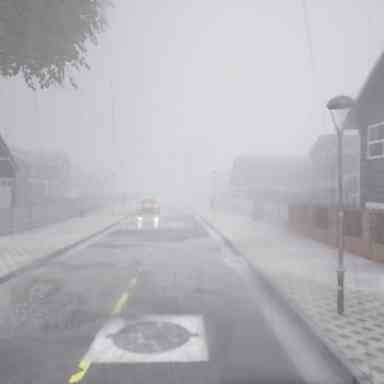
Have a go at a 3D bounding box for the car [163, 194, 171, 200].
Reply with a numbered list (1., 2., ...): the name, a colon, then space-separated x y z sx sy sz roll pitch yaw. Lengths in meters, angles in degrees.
1. car: -5.877 1.131 74.272 1.994 1.385 4.181 0 1 3

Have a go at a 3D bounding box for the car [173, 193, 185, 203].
1. car: -2.412 1.265 60.997 1.812 1.442 4.674 0 1 -1

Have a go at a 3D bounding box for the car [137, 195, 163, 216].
1. car: -4.284 1.362 33.143 2.097 1.767 4.553 0 0 -4
